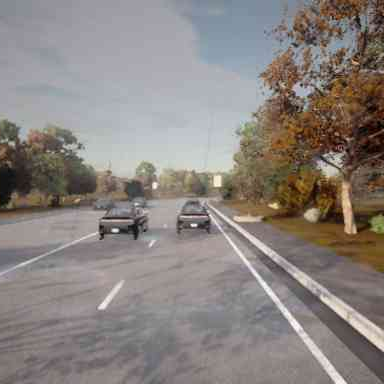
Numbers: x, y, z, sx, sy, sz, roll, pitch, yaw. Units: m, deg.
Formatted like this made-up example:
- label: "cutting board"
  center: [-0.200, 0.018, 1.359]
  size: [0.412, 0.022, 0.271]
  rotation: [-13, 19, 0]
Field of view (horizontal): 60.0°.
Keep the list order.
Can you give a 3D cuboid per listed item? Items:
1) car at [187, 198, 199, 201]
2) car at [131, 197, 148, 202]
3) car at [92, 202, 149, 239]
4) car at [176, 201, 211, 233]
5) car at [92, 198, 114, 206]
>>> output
- label: "car"
  center: [0.091, 1.502, 41.565]
  size: [1.837, 1.490, 4.892]
  rotation: [0, 0, 0]
- label: "car"
  center: [-7.080, 1.490, 44.885]
  size: [2.128, 1.511, 4.902]
  rotation: [0, 0, 0]
- label: "car"
  center: [-3.402, 1.490, 17.171]
  size: [2.128, 1.511, 4.902]
  rotation: [0, 0, 0]
- label: "car"
  center: [0.094, 1.490, 19.472]
  size: [2.128, 1.511, 4.902]
  rotation: [0, 0, 0]
- label: "car"
  center: [-10.595, 1.502, 40.208]
  size: [1.837, 1.490, 4.892]
  rotation: [0, 0, 0]
